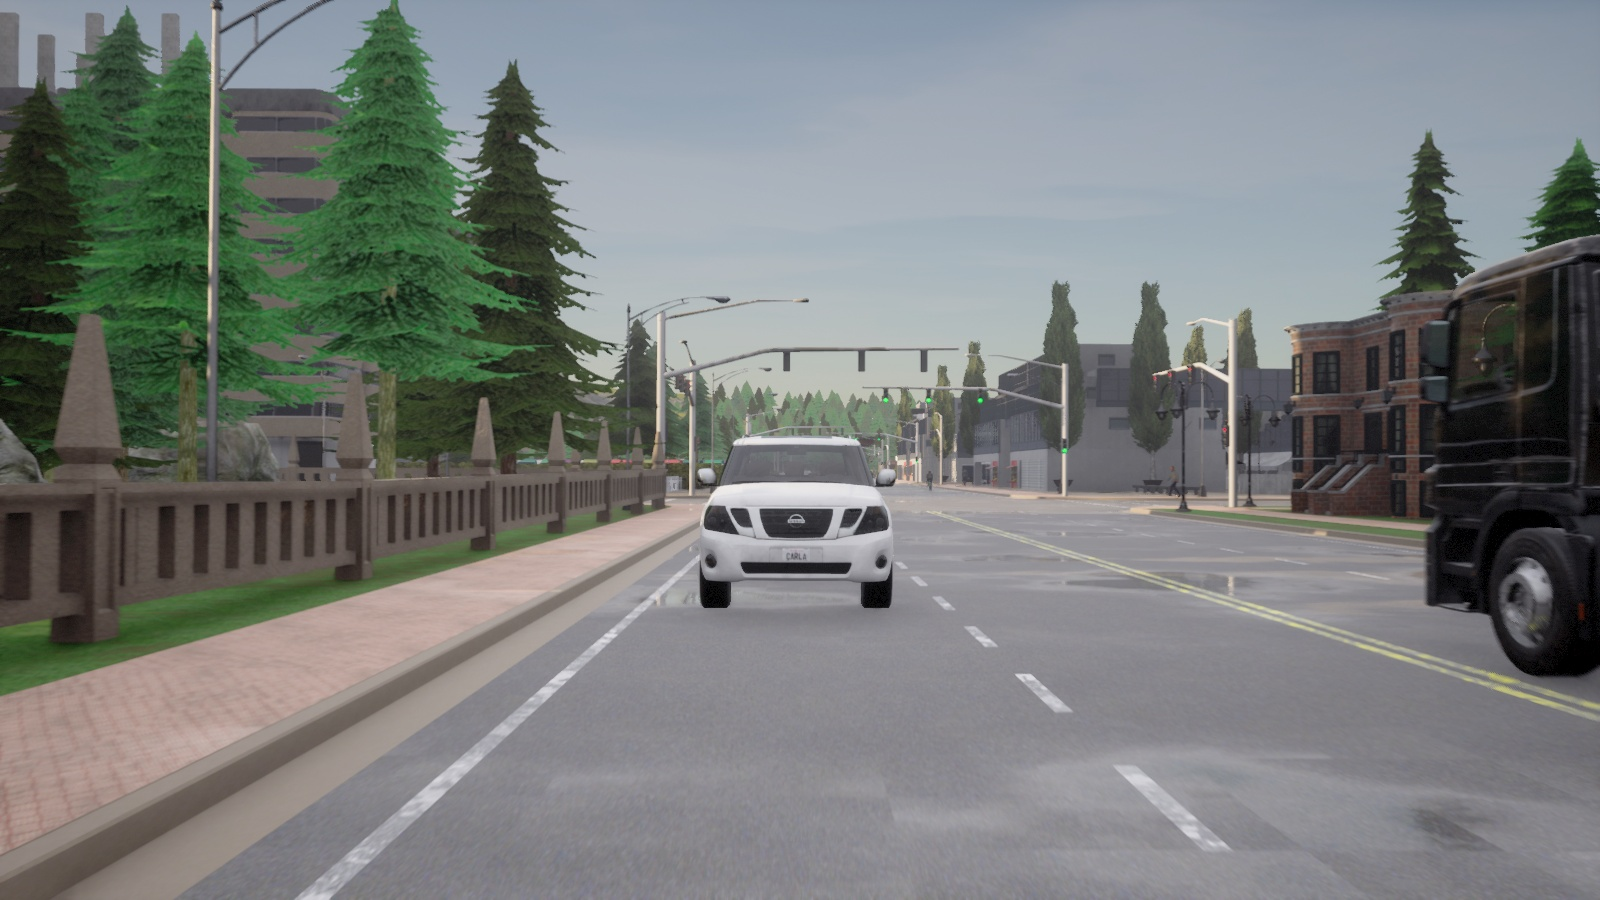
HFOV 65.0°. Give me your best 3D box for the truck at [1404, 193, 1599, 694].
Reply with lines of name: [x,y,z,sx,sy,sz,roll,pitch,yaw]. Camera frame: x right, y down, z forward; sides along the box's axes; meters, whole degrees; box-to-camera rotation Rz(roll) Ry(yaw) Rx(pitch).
truck: [6.978,-0.070,7.476,2.891,3.462,7.936,0,-1,0]

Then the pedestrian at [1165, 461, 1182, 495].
pedestrian: [21.023,1.573,70.747,0.788,1.949,0.423,0,-1,-7]

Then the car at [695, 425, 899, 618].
car: [-0.040,0.804,16.124,2.150,2.045,5.566,0,-1,0]
